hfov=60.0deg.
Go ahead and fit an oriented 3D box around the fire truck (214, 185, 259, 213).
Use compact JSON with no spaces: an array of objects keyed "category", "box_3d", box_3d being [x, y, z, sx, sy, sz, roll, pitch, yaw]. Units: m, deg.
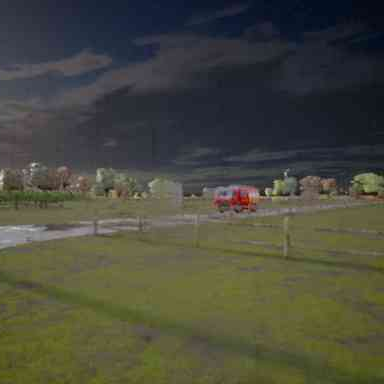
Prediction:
[{"category":"fire truck","box_3d":[6.484,0.972,47.016,2.891,3.827,8.468,-1,-2,36]}]
